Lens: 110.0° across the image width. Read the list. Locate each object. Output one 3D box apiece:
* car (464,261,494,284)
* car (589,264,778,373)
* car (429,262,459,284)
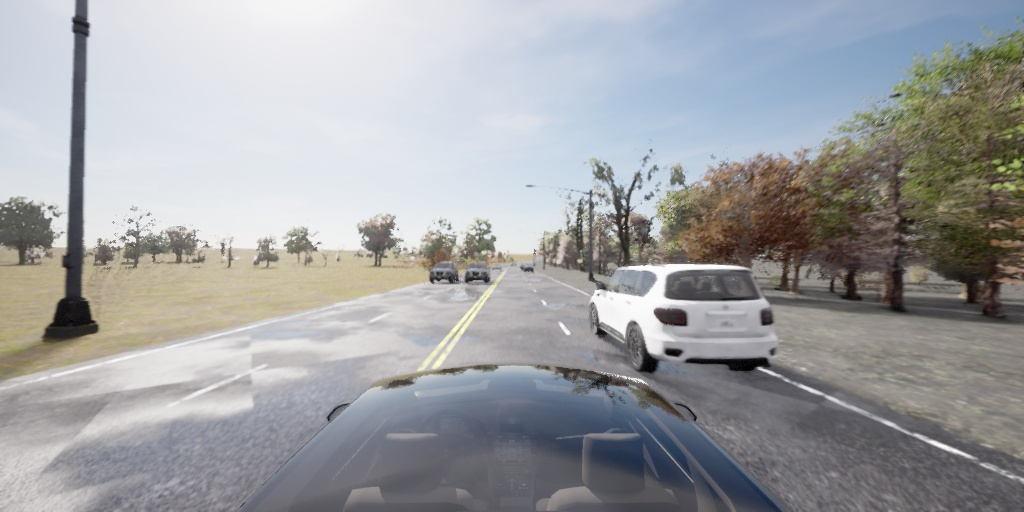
[{"bbox_3d":[-3.293,1.621,35.144,2.150,2.045,5.566,0,-1,0],"label":"car"},{"bbox_3d":[3.371,1.195,8.359,2.150,2.045,5.566,0,-1,-1],"label":"car"},{"bbox_3d":[-6.542,1.601,35.145,2.150,2.045,5.566,0,-1,0],"label":"car"}]
